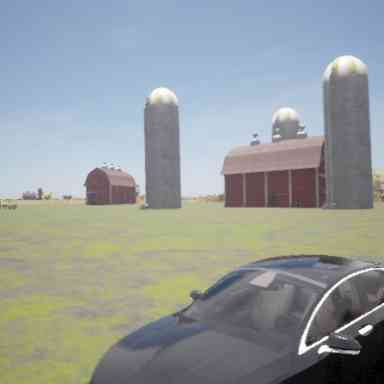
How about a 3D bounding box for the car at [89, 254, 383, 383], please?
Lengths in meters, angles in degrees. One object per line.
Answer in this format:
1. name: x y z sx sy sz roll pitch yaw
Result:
1. car: 1.226 1.611 3.998 4.892 1.490 1.837 0 -2 -38
